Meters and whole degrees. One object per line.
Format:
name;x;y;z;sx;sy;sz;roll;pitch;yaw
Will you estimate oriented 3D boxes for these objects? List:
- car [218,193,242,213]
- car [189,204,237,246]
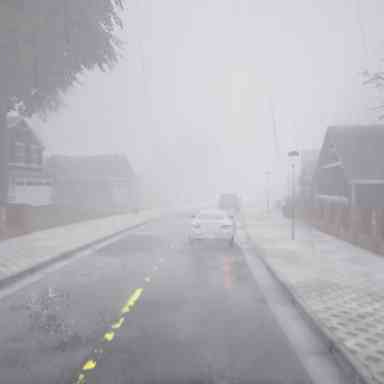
car;4.197;1.134;36.599;2.150;2.045;5.566;0;0;12
car;0.913;1.485;15.054;1.812;1.442;4.674;0;0;5
